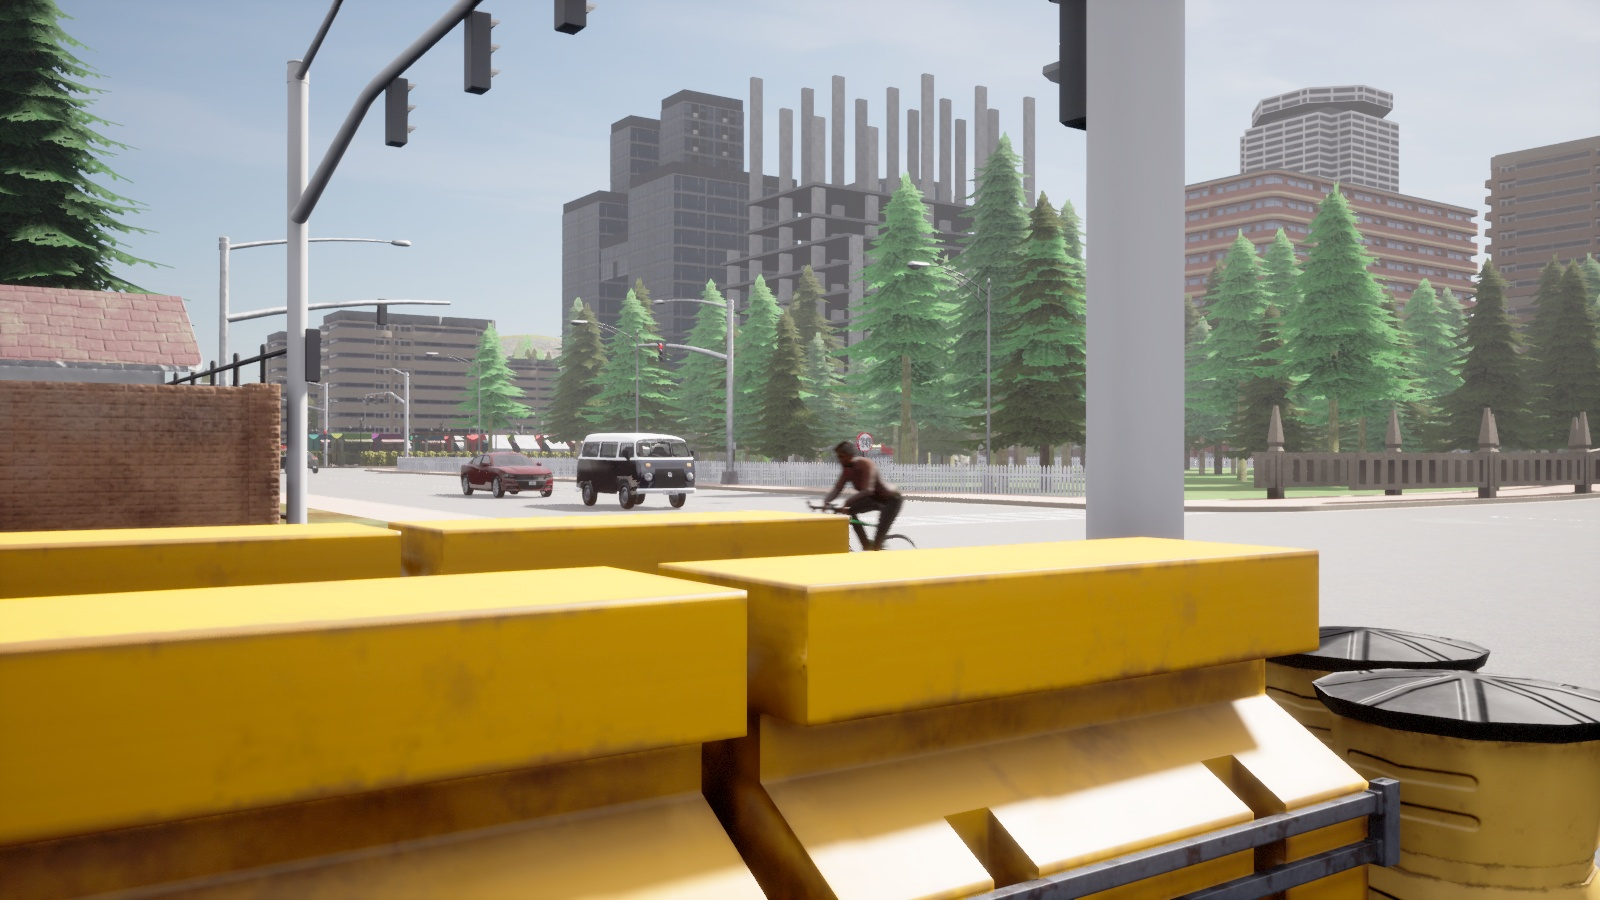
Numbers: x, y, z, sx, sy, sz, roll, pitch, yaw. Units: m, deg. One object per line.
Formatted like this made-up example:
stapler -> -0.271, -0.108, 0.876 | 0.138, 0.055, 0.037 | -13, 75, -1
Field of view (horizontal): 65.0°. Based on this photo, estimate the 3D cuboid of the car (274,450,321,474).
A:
car -> -35.247, 0.813, 88.001 | 2.152, 1.651, 5.027 | 0, 0, -33

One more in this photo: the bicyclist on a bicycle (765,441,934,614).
bicyclist on a bicycle -> 0.512, 0.727, 12.543 | 1.656, 1.620, 0.582 | -1, 0, -35

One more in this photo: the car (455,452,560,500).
car -> -10.039, 0.849, 42.856 | 1.882, 1.535, 5.008 | 0, 0, -33

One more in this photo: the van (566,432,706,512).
van -> -4.568, 0.562, 34.452 | 2.069, 2.038, 4.480 | 0, 0, -33
